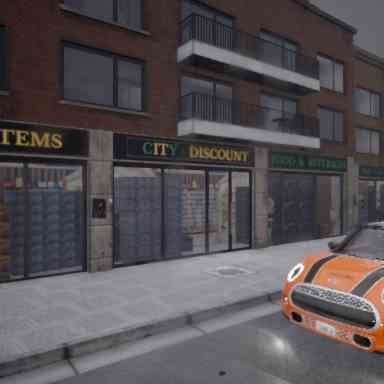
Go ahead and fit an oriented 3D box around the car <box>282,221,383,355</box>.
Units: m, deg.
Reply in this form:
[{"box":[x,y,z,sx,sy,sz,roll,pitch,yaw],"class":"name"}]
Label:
[{"box":[3.731,1.351,6.049,4.553,1.767,2.097,0,0,-36],"class":"car"}]
